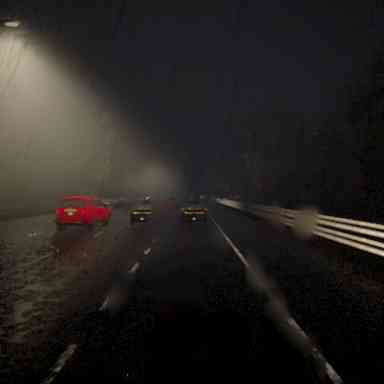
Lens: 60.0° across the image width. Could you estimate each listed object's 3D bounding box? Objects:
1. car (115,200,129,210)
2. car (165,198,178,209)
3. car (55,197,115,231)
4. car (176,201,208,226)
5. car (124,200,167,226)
[{"bbox_3d":[-10.213,1.839,49.085,2.033,1.411,5.357,0,0,1],"label":"car"},{"bbox_3d":[-3.216,1.652,50.388,2.097,1.767,4.553,0,-1,0],"label":"car"},{"bbox_3d":[-6.863,1.345,21.520,2.150,2.045,5.566,0,-1,0],"label":"car"},{"bbox_3d":[0.154,1.638,24.856,2.128,1.511,4.902,0,-1,0],"label":"car"},{"bbox_3d":[-3.346,1.637,24.847,2.128,1.511,4.902,0,-1,0],"label":"car"}]
